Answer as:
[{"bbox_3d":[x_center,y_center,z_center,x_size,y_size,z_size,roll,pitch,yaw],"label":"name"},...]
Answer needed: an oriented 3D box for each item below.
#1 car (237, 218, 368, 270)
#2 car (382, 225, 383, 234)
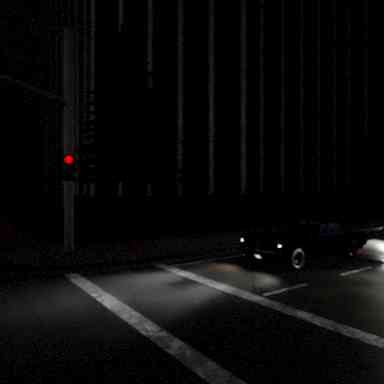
[{"bbox_3d":[3.719,1.559,10.943,4.718,1.301,1.895,0,0,-35],"label":"car"},{"bbox_3d":[11.179,1.477,16.251,4.674,1.442,1.812,0,0,-35],"label":"car"}]
